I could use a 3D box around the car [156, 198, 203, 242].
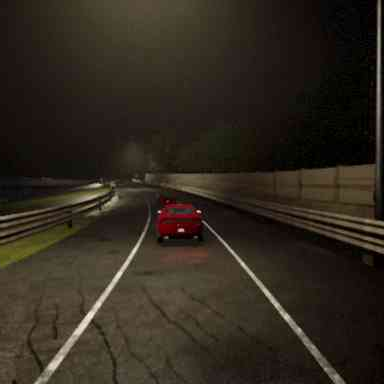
[{"bbox_3d":[-0.596,1.299,15.532,1.882,1.535,5.008,0,1,-4],"label":"car"}]

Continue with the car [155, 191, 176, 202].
[{"bbox_3d":[-2.717,0.649,34.386,1.882,1.535,5.008,0,3,-9],"label":"car"}]
